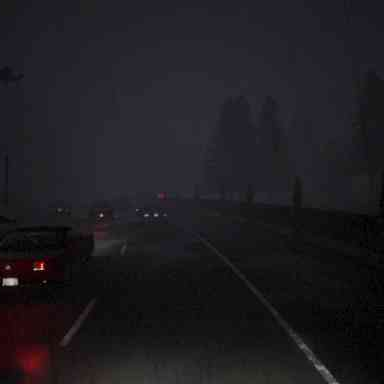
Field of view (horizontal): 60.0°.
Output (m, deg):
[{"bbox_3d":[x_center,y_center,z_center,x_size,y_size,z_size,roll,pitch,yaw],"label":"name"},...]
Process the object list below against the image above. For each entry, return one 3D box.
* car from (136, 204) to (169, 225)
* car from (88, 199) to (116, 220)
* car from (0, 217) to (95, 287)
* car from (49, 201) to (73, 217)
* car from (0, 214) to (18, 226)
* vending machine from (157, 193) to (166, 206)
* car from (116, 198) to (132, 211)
[{"bbox_3d":[-2.911,1.539,23.856,2.033,1.411,5.357,0,0,-14],"label":"car"},{"bbox_3d":[-7.532,1.506,27.630,1.837,1.490,4.892,0,0,-15],"label":"car"},{"bbox_3d":[-4.034,1.605,9.239,1.895,1.301,4.718,0,0,-6],"label":"car"},{"bbox_3d":[-12.089,1.558,30.806,2.033,1.411,5.357,0,0,-18],"label":"car"},{"bbox_3d":[-8.021,1.537,12.941,1.812,1.442,4.674,0,0,-8],"label":"car"},{"bbox_3d":[-4.751,1.173,51.898,1.100,2.100,0.880,0,0,-27],"label":"vending machine"},{"bbox_3d":[-8.922,1.473,41.968,1.882,1.535,5.008,0,0,-22],"label":"car"}]
